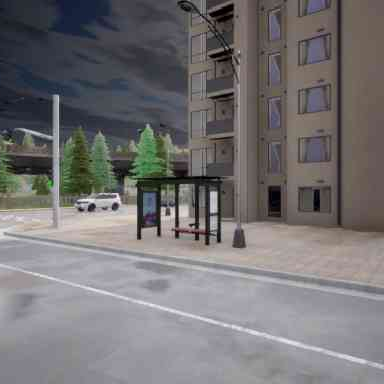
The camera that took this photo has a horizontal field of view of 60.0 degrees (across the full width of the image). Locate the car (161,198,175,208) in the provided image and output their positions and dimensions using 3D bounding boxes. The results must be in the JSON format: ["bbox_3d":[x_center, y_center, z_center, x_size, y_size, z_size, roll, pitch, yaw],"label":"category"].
[{"bbox_3d":[-4.240,1.492,46.452,2.033,1.411,5.357,0,0,44],"label":"car"}]

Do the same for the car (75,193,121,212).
[{"bbox_3d":[-10.742,1.166,38.486,2.150,2.045,5.566,0,0,37],"label":"car"}]
